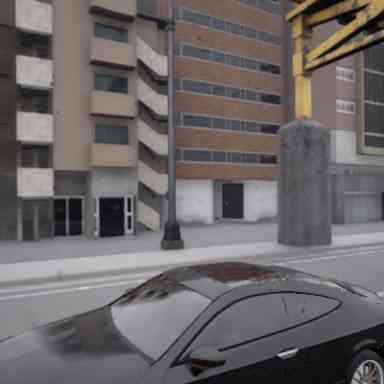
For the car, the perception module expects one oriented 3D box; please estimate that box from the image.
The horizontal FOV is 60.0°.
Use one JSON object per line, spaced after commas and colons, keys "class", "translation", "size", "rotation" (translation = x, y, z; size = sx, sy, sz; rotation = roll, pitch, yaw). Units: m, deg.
{"class": "car", "translation": [0.175, 1.547, 3.475], "size": [4.674, 1.442, 1.812], "rotation": [0, 0, -28]}
